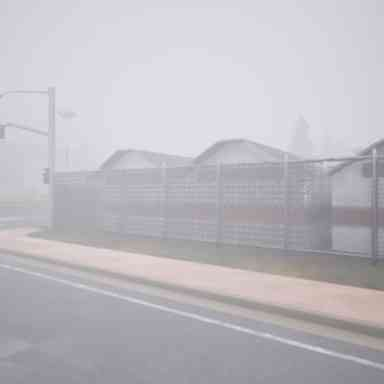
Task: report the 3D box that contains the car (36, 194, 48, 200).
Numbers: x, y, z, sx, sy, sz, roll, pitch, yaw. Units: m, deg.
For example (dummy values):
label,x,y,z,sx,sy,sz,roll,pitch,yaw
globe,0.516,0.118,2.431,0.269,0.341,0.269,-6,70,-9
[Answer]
label,x,y,z,sx,sy,sz,roll,pitch,yaw
car,-18.998,1.403,47.408,1.882,1.535,5.008,0,0,34

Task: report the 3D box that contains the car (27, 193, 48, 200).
label,x,y,z,sx,sy,sz,roll,pitch,yaw
car,-21.766,1.137,49.546,2.150,2.045,5.566,0,0,34
